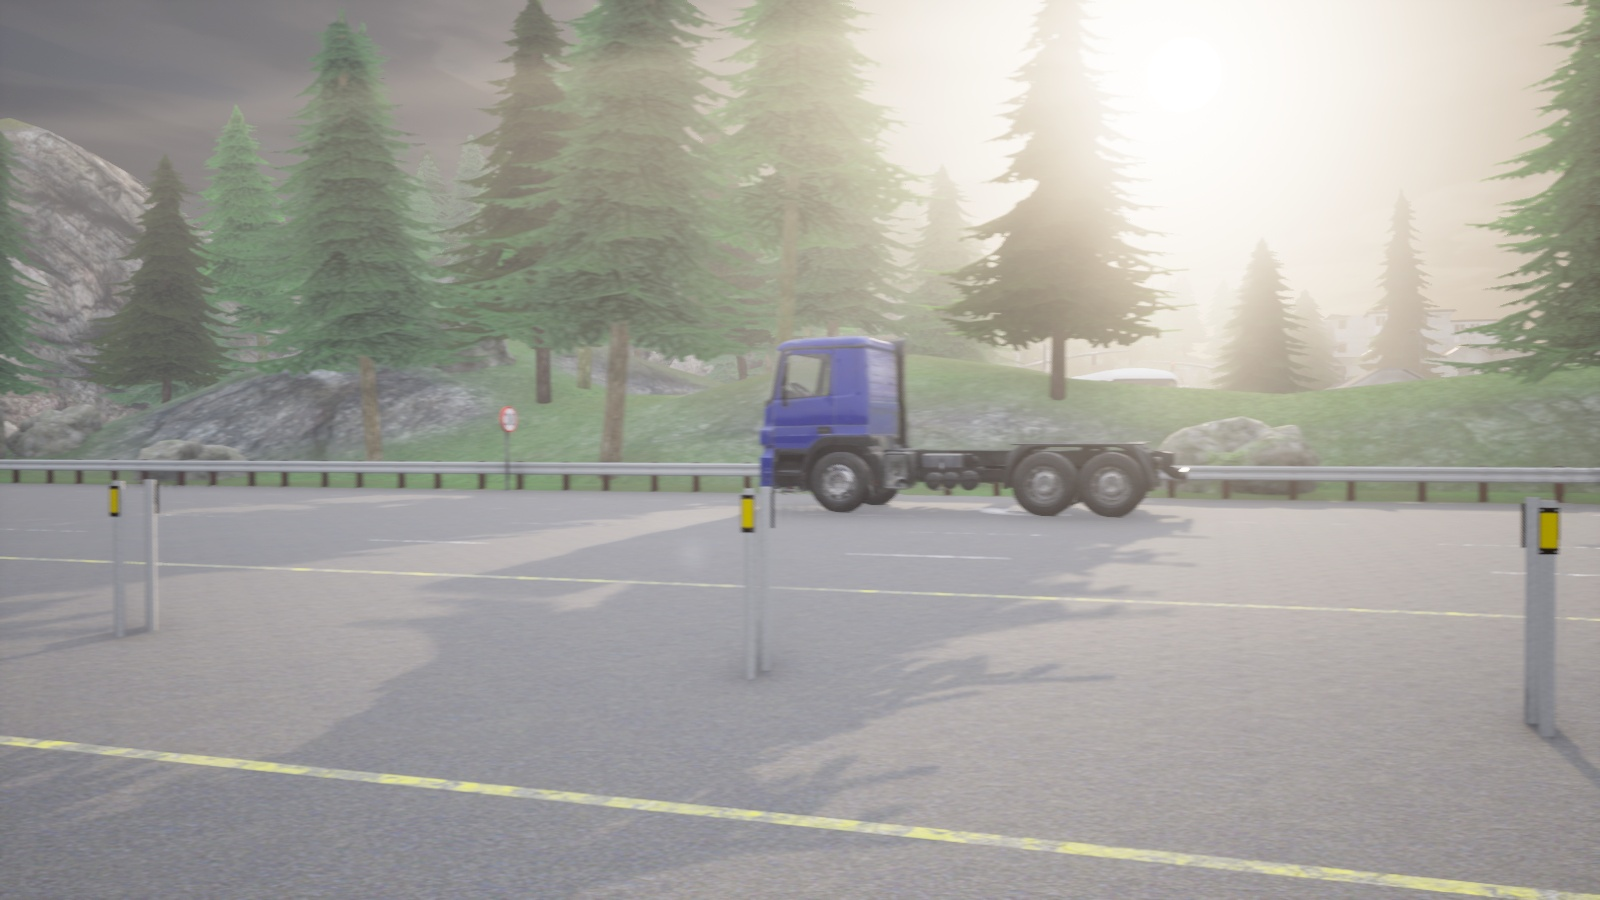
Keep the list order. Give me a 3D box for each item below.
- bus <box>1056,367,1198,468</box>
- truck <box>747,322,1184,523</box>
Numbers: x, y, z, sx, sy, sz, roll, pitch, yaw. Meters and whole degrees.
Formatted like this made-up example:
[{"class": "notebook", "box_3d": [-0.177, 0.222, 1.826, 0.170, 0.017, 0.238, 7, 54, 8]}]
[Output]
[{"class": "bus", "box_3d": [14.834, -1.445, 58.176, 3.944, 4.253, 10.273, 0, 1, 0]}, {"class": "truck", "box_3d": [3.209, -0.532, 24.255, 7.936, 3.462, 2.891, 1, 1, 19]}]
